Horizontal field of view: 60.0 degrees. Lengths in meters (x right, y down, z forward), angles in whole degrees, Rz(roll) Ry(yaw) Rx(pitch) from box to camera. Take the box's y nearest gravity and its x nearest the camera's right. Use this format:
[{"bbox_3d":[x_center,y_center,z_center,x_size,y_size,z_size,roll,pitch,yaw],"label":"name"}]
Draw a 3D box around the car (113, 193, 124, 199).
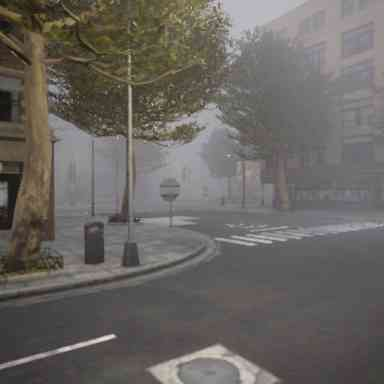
[{"bbox_3d":[-17.889,1.091,84.994,4.674,1.452,2.002,0,0,-36],"label":"car"}]
